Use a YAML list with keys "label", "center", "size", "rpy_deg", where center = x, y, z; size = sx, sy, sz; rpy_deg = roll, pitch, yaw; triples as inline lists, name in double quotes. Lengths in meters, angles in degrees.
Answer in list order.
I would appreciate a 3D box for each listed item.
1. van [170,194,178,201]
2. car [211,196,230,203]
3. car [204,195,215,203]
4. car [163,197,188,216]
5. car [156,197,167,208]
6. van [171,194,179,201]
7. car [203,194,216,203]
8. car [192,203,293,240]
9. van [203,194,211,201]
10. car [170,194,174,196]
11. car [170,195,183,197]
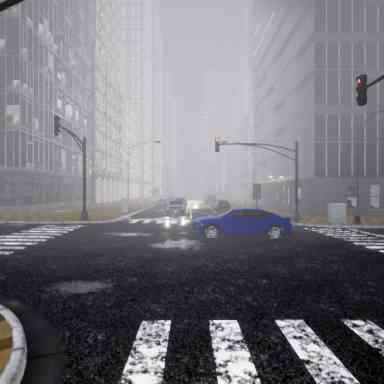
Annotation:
- label: "van"
  center: [-4.349, 1.320, 80.474]
  size: [1.690, 1.788, 3.998]
  rpy_deg: [0, 0, 0]
- label: "car"
  center: [3.832, 1.579, 41.834]
  size: [1.947, 1.339, 4.313]
  rpy_deg: [0, 0, 0]
- label: "car"
  center: [3.603, 1.431, 69.470]
  size: [1.967, 1.590, 4.097]
  rpy_deg: [0, 0, 0]
- label: "car"
  center: [-1.571, 1.542, 33.059]
  size: [1.812, 1.442, 4.674]
  rpy_deg: [0, 0, 0]
- label: "car"
  center: [-4.133, 1.592, 47.309]
  size: [1.802, 1.307, 4.206]
  rpy_deg: [0, 0, 0]
- label: "van"
  center: [-4.385, 1.314, 86.001]
  size: [1.690, 1.788, 3.998]
  rpy_deg: [0, 0, 0]
- label: "car"
  center: [3.639, 1.312, 63.942]
  size: [2.192, 1.841, 5.009]
  rpy_deg: [0, 0, 0]
- label: "car"
  center: [2.512, 1.521, 16.793]
  size: [5.008, 1.535, 1.882]
  rpy_deg: [1, 0, -3]
- label: "van"
  center: [3.531, 1.320, 80.525]
  size: [1.690, 1.788, 3.998]
  rpy_deg: [0, 0, 0]
- label: "car"
  center: [-4.241, 1.563, 63.891]
  size: [1.947, 1.339, 4.313]
  rpy_deg: [0, 0, 0]
- label: "car"
  center: [-1.636, 1.538, 43.318]
  size: [1.812, 1.442, 4.674]
  rpy_deg: [0, 0, 0]
